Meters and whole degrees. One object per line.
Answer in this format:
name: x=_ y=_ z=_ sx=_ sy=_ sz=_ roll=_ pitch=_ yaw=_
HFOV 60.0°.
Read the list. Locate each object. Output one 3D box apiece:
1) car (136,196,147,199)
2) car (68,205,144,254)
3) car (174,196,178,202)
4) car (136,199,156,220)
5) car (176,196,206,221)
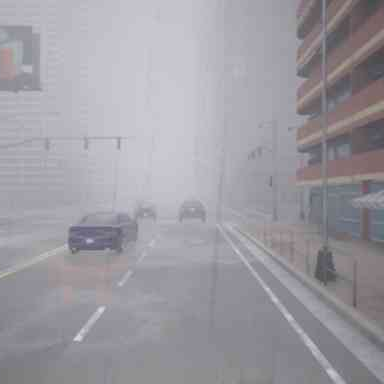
car: x=-10.497 y=1.637 z=69.257 sx=1.882 sy=1.535 sz=5.008 roll=0 pitch=0 yaw=0
car: x=-3.448 y=1.509 z=13.756 sx=1.882 sy=1.535 sz=5.008 roll=0 pitch=0 yaw=1
car: x=-3.497 y=1.643 z=83.872 sx=2.128 sy=1.511 sz=4.902 roll=0 pitch=0 yaw=0
car: x=-4.049 y=1.590 z=28.290 sx=1.812 sy=1.442 sz=4.674 roll=0 pitch=0 yaw=-10
car: x=0.044 y=1.415 z=27.549 sx=2.097 sy=1.767 sz=4.553 roll=0 pitch=0 yaw=1
